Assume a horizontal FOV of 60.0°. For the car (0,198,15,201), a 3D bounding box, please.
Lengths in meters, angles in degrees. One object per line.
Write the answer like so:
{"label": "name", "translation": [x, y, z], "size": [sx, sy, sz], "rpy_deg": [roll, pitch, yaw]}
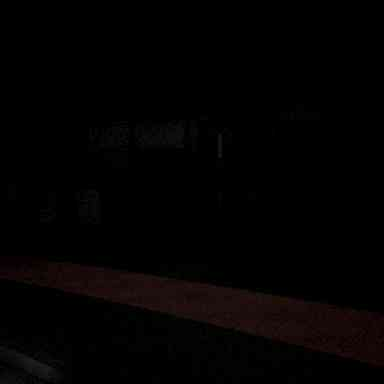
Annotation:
{"label": "car", "translation": [-18.196, 1.348, 31.341], "size": [1.837, 1.490, 4.892], "rpy_deg": [0, 0, 23]}
